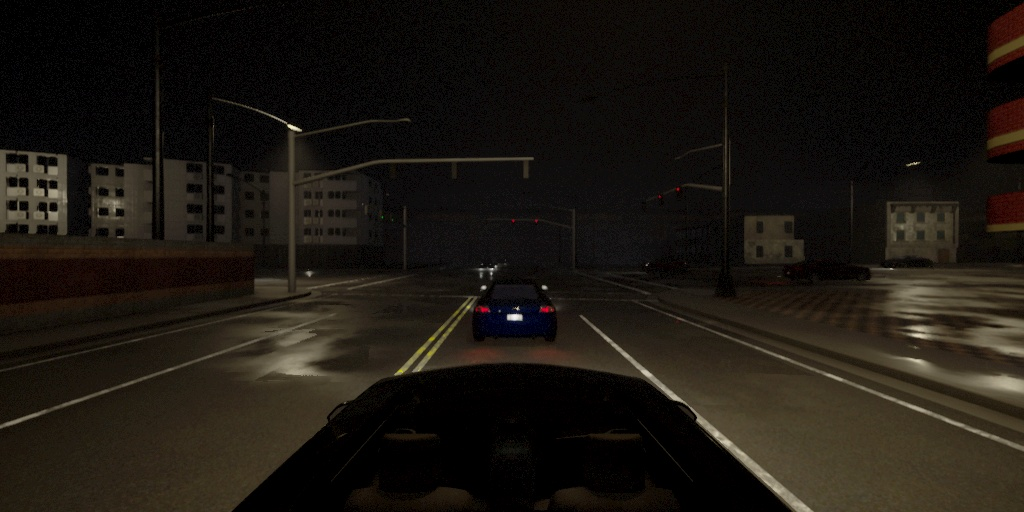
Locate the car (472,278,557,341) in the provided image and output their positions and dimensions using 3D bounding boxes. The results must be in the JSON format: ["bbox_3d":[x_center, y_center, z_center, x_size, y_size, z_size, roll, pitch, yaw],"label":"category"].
[{"bbox_3d":[0.061,1.285,9.744,1.994,1.385,4.181,0,0,0],"label":"car"}]

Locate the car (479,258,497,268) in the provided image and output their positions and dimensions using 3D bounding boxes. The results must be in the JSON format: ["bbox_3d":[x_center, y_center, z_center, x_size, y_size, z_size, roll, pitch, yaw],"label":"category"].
[{"bbox_3d":[-3.755,1.063,54.089,1.837,1.490,4.892,0,1,0],"label":"car"}]

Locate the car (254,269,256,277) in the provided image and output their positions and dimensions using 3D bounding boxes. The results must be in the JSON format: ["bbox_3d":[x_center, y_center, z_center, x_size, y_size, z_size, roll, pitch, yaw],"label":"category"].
[{"bbox_3d":[-23.405,1.003,28.960,4.553,1.767,2.097,0,0,-1],"label":"car"}]

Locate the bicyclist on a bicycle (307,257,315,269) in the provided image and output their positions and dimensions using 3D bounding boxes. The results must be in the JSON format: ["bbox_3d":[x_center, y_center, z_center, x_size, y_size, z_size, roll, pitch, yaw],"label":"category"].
[{"bbox_3d":[-25.569,0.893,45.605,0.582,1.620,1.656,0,0,0],"label":"bicyclist on a bicycle"}]

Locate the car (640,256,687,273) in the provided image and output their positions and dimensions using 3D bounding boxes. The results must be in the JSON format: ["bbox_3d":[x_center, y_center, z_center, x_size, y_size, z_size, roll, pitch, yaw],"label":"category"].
[{"bbox_3d":[16.161,0.854,38.471,4.553,1.767,2.097,-1,0,1],"label":"car"}]

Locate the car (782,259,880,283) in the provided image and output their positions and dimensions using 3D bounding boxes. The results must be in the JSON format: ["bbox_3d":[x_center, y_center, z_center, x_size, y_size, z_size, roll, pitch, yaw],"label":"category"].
[{"bbox_3d":[21.181,0.953,24.215,5.008,1.535,1.882,-1,0,1],"label":"car"}]

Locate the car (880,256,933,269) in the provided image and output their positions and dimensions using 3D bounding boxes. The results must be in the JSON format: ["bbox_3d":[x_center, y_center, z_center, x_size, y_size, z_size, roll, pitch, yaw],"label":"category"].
[{"bbox_3d":[41.730,0.654,38.030,4.181,1.385,1.994,-1,0,1],"label":"car"}]
